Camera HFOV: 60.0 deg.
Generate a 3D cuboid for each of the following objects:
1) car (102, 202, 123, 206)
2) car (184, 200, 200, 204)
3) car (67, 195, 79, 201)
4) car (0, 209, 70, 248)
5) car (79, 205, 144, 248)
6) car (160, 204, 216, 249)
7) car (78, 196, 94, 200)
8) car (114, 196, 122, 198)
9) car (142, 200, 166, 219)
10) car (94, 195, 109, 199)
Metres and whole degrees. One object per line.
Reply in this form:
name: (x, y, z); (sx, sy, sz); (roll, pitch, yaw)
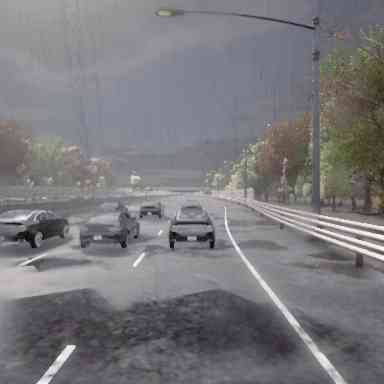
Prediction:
car: (-7.000, 1.572, 29.651); (2.033, 1.411, 5.357); (0, 0, 0)
car: (0.000, 1.526, 29.651); (1.837, 1.490, 4.892); (0, 0, 0)
car: (-28.000, 1.414, 78.899); (2.097, 1.767, 4.553); (0, 0, 0)
car: (-7.000, 1.495, 14.651); (2.128, 1.511, 4.902); (0, 0, 0)
car: (-3.500, 1.533, 14.651); (1.812, 1.442, 4.674); (0, 0, 0)
car: (0.000, 1.495, 14.651); (2.128, 1.511, 4.902); (0, 0, 0)
car: (-24.500, 1.584, 78.868); (2.128, 1.511, 4.902); (0, 0, 0)
car: (-17.500, 1.583, 78.868); (1.812, 1.442, 4.674); (0, 0, 0)
car: (-3.500, 1.526, 29.651); (1.837, 1.490, 4.892); (0, 0, 0)
car: (-21.000, 1.414, 78.899); (2.097, 1.767, 4.553); (0, 0, 0)
